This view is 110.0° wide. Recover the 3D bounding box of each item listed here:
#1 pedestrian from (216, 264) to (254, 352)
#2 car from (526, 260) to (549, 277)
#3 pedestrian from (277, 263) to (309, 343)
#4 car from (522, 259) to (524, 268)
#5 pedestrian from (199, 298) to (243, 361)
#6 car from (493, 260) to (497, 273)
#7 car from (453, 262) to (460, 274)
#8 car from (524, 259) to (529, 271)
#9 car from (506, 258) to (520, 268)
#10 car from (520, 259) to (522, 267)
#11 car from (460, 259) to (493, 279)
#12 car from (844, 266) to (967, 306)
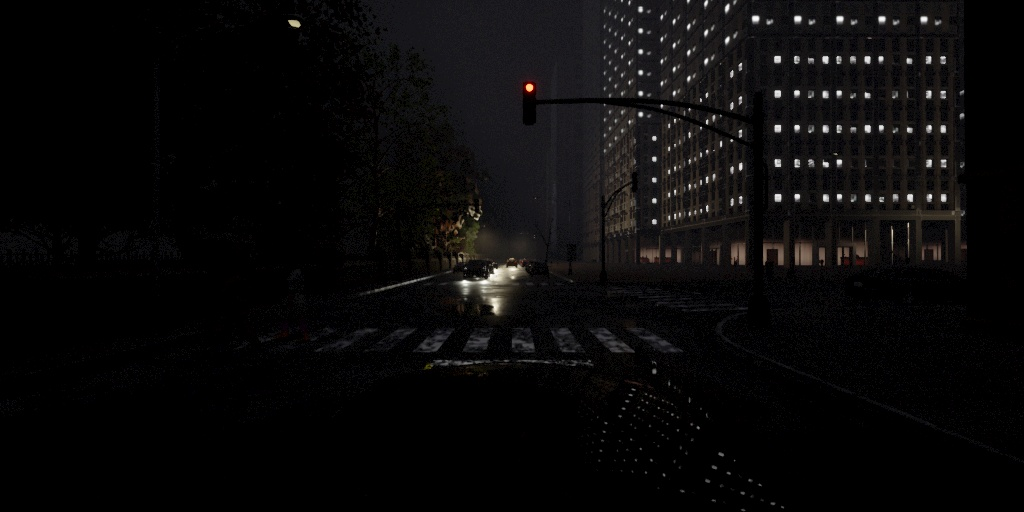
[{"bbox_3d":[-5.781,1.043,7.493,0.375,1.860,0.375,0,0,0],"label":"pedestrian"},{"bbox_3d":[2.679,1.330,35.642,1.948,1.339,4.313,0,0,0],"label":"car"},{"bbox_3d":[-5.007,1.043,8.197,0.375,1.860,0.375,0,0,0],"label":"pedestrian"},{"bbox_3d":[2.676,1.339,46.907,1.948,1.339,4.313,0,0,0],"label":"car"},{"bbox_3d":[-5.583,1.424,6.781,0.500,1.100,0.500,0,0,0],"label":"pedestrian"},{"bbox_3d":[-3.108,1.274,42.103,1.837,1.490,4.892,0,0,0],"label":"car"},{"bbox_3d":[-5.703,1.350,41.272,1.802,1.307,4.207,0,0,0],"label":"car"},{"bbox_3d":[2.678,1.334,41.274,1.948,1.339,4.313,0,0,0],"label":"car"},{"bbox_3d":[-0.017,1.267,62.094,1.882,1.535,5.008,0,0,0],"label":"car"},{"bbox_3d":[2.673,1.337,63.804,1.888,1.381,4.507,0,0,0],"label":"car"},{"bbox_3d":[-3.105,1.114,32.124,2.097,1.767,4.553,0,0,0],"label":"car"},{"bbox_3d":[14.681,1.026,13.062,4.313,1.339,1.948,0,0,0],"label":"car"}]
